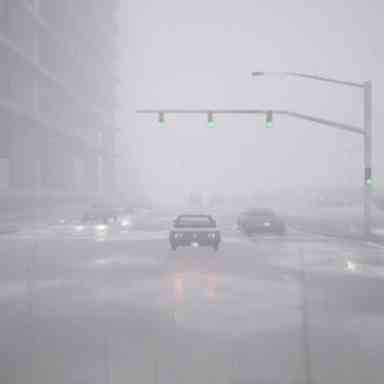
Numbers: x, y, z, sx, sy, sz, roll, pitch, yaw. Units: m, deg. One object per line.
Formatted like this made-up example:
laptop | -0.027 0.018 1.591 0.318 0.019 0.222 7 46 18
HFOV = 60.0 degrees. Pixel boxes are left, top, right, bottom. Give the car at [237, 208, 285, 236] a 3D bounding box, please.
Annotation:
car | 3.660 1.549 18.183 1.994 1.385 4.181 0 0 1

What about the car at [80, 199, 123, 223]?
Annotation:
car | -6.954 1.500 25.418 1.837 1.490 4.892 0 0 1

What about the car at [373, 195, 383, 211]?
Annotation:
car | 25.652 1.201 42.465 4.605 1.855 1.932 0 0 1

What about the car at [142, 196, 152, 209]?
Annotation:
car | -6.625 1.362 44.532 2.097 1.767 4.553 0 0 1

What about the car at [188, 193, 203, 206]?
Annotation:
car | 0.523 1.235 53.903 2.150 2.045 5.566 0 0 1

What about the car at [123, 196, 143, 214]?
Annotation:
car | -6.821 1.494 34.771 2.128 1.511 4.902 0 0 1

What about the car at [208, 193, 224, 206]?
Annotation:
car | 4.023 1.233 53.855 2.150 2.045 5.566 0 0 1

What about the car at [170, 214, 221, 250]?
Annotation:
car | 0.122 1.607 14.291 1.895 1.301 4.718 0 0 0

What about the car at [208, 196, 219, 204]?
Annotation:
car | 4.164 1.546 64.246 1.812 1.442 4.674 0 0 1
